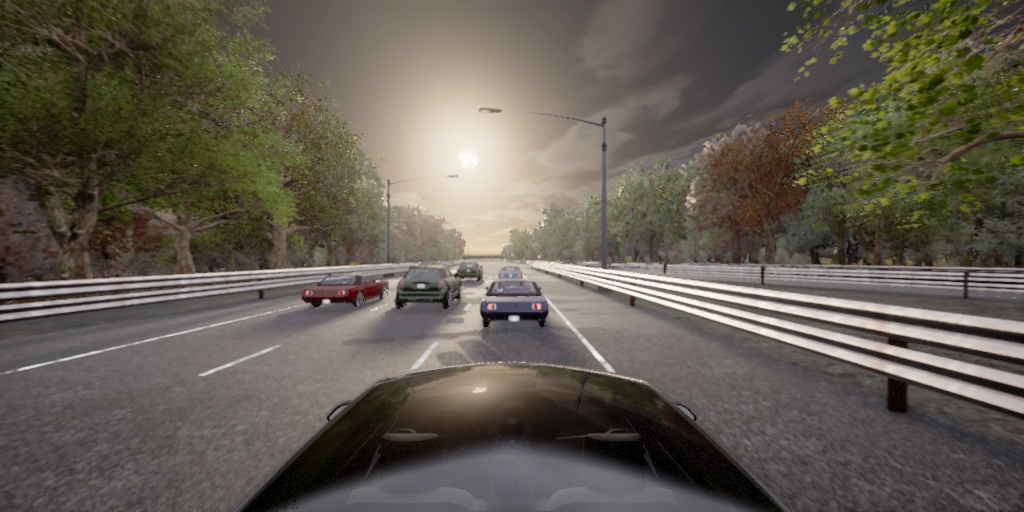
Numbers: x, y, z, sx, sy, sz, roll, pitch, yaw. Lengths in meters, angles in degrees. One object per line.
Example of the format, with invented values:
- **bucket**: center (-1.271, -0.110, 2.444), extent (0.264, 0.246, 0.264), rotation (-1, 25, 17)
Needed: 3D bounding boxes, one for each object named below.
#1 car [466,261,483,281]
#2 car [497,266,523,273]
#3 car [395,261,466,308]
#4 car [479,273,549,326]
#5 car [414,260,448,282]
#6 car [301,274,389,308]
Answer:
- **car**: center (-3.732, 1.273, 32.416), extent (2.097, 1.767, 4.553), rotation (0, 0, -1)
- **car**: center (-0.131, 1.436, 27.377), extent (2.033, 1.411, 5.357), rotation (0, 0, -1)
- **car**: center (-3.482, 1.175, 15.786), extent (2.097, 1.767, 4.553), rotation (0, 0, 0)
- **car**: center (0.051, 1.401, 11.835), extent (1.895, 1.301, 4.718), rotation (0, 0, 0)
- **car**: center (-7.232, 1.274, 32.379), extent (2.097, 1.767, 4.553), rotation (0, 0, -1)
- **car**: center (-6.976, 1.424, 15.658), extent (1.895, 1.301, 4.718), rotation (0, 0, 0)
